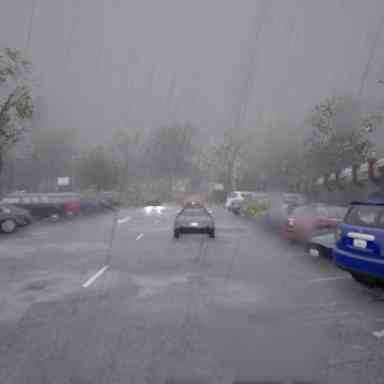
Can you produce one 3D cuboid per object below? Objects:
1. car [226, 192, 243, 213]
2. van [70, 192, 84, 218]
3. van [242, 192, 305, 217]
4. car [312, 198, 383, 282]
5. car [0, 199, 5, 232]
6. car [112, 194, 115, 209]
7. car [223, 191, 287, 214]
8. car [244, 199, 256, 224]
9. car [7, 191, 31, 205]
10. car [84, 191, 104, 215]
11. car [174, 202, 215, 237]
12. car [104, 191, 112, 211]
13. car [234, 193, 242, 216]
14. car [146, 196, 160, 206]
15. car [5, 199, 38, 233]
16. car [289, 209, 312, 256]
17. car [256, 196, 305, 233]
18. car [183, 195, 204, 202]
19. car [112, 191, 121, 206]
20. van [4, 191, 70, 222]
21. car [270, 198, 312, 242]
[{"bbox_3d":[5.951,1.031,28.904,5.566,2.045,2.435,1,1,-20],"label":"car"},{"bbox_3d":[-11.092,1.078,26.175,4.442,1.987,1.878,-1,1,-20],"label":"van"},{"bbox_3d":[6.073,1.101,22.923,4.442,1.987,1.878,1,0,-20],"label":"van"},{"bbox_3d":[5.978,1.181,7.781,5.566,2.045,2.435,1,0,-20],"label":"car"},{"bbox_3d":[-11.022,1.261,14.375,4.553,1.767,2.185,-1,0,-20],"label":"car"},{"bbox_3d":[-10.956,1.267,35.120,4.792,1.488,2.163,-1,0,-20],"label":"car"},{"bbox_3d":[5.994,1.010,31.965,5.566,2.045,2.435,1,0,-20],"label":"car"},{"bbox_3d":[5.967,1.349,19.858,4.892,1.521,2.231,1,1,-20],"label":"car"},{"bbox_3d":[-26.639,0.870,51.418,2.435,2.045,5.566,0,1,-19],"label":"car"},{"bbox_3d":[-10.958,1.029,29.193,5.566,2.045,2.435,-1,0,-20],"label":"car"},{"bbox_3d":[0.112,1.443,17.258,1.994,1.385,4.181,0,0,0],"label":"car"},{"bbox_3d":[-10.954,1.007,32.152,5.566,2.045,2.435,-1,0,-20],"label":"car"},{"bbox_3d":[6.000,1.179,25.907,4.553,1.767,2.185,1,1,-20],"label":"car"},{"bbox_3d":[-5.599,1.264,47.377,1.895,1.301,4.718,0,0,-10],"label":"car"},{"bbox_3d":[-10.988,1.366,17.350,4.892,1.521,2.231,-1,1,-20],"label":"car"},{"bbox_3d":[5.920,1.441,10.784,4.792,1.488,2.163,1,1,-20],"label":"car"},{"bbox_3d":[5.920,1.243,16.836,4.553,1.767,2.185,1,0,-20],"label":"car"},{"bbox_3d":[0.125,1.107,34.583,2.097,1.767,4.553,0,0,0],"label":"car"},{"bbox_3d":[-10.994,0.965,38.036,5.566,2.045,2.435,-1,1,-20],"label":"car"},{"bbox_3d":[-11.096,1.099,23.216,4.442,1.987,1.878,-1,1,-20],"label":"van"},{"bbox_3d":[5.926,1.264,13.807,4.553,1.767,2.185,1,0,-20],"label":"car"}]
